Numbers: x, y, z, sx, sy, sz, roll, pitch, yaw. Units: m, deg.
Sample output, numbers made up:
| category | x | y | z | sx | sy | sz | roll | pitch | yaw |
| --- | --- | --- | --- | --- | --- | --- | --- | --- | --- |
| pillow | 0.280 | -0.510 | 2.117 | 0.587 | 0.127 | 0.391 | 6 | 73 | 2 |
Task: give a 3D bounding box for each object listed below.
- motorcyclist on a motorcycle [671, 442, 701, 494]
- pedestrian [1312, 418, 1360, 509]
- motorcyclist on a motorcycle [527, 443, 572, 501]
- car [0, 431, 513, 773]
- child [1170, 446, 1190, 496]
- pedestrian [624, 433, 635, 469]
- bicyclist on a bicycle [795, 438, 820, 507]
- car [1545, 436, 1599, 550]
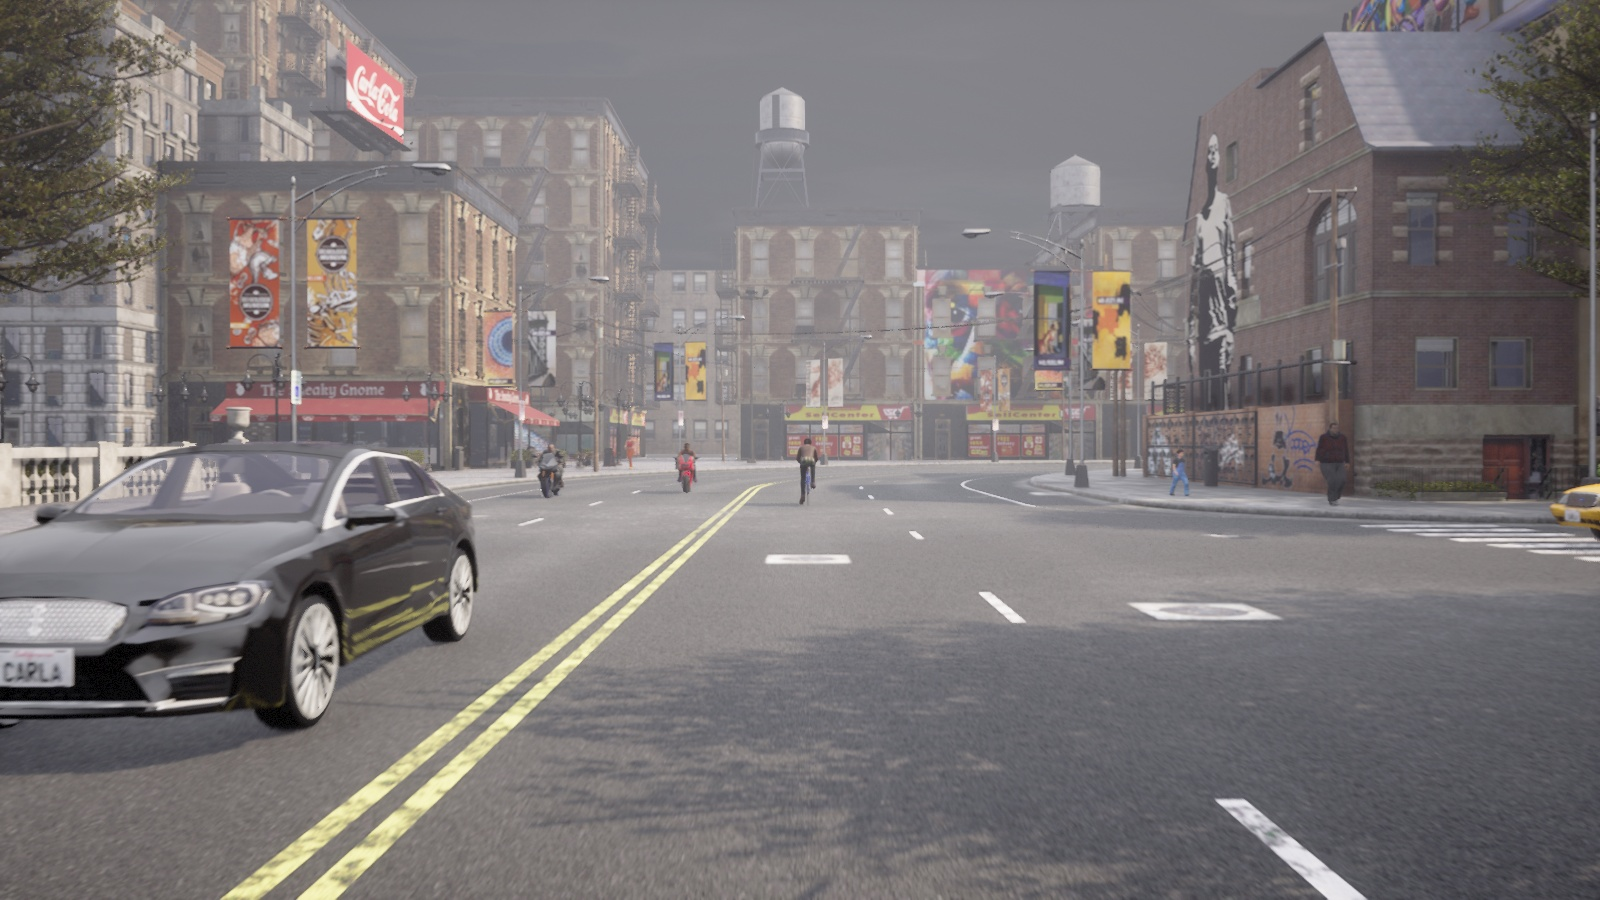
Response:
| category | x | y | z | sx | sy | sz | roll | pitch | yaw |
| --- | --- | --- | --- | --- | --- | --- | --- | --- | --- |
| motorcyclist on a motorcycle | -3.391 | 0.522 | 37.535 | 0.797 | 1.523 | 2.044 | 0 | 0 | -2 |
| pedestrian | 11.113 | 0.270 | 26.060 | 0.634 | 1.844 | 0.899 | 0 | 0 | 3 |
| motorcyclist on a motorcycle | -6.886 | 0.587 | 34.670 | 0.866 | 1.530 | 2.191 | 0 | 0 | -2 |
| car | -3.450 | 0.656 | 7.992 | 2.128 | 1.511 | 4.902 | 0 | 0 | 0 |
| child | 9.512 | 0.520 | 31.438 | 0.270 | 1.263 | 0.437 | 0 | 0 | -17 |
| pedestrian | -8.737 | 0.046 | 64.367 | 0.345 | 1.836 | 0.594 | 0 | 0 | 17 |
| bicyclist on a bicycle | 0.188 | 0.534 | 30.403 | 0.582 | 1.620 | 1.656 | 0 | 0 | 0 |
| car | 13.759 | 0.600 | 17.738 | 5.366 | 1.575 | 1.801 | 0 | 0 | 1 |
